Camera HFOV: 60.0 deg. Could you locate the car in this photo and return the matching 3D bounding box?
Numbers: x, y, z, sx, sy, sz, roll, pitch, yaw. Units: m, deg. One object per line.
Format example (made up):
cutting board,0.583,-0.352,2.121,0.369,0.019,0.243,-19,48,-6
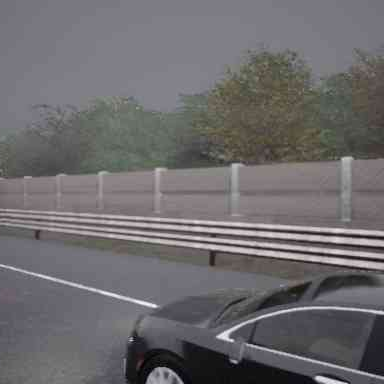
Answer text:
car,1.497,1.508,2.941,4.892,1.490,1.837,0,0,36
